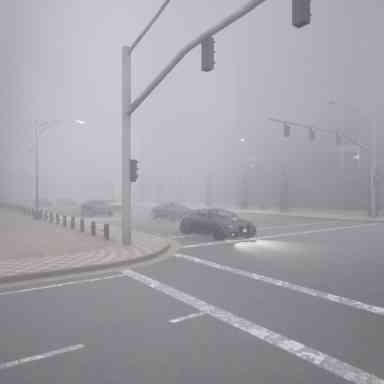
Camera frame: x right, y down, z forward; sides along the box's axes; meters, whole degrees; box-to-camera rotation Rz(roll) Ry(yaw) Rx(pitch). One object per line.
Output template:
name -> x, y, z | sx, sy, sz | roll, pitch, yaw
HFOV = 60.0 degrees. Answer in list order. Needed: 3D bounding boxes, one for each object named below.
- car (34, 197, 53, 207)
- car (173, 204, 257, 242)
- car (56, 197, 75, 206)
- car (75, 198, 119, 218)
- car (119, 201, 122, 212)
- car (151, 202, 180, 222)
car -> -22.386, 1.492, 49.831 | 2.033, 1.411, 5.357 | 0, 0, -35
car -> 1.185, 1.517, 16.386 | 1.994, 1.385, 4.181 | 0, 0, -36
car -> -19.924, 1.491, 52.430 | 2.033, 1.411, 5.357 | 0, 0, -35
car -> -8.651, 1.449, 30.047 | 1.837, 1.490, 4.892 | 0, 0, -35
car -> -9.222, 1.422, 36.966 | 1.882, 1.535, 5.008 | 0, 0, -35
car -> -1.549, 1.509, 26.094 | 1.994, 1.385, 4.181 | 0, 0, -36
